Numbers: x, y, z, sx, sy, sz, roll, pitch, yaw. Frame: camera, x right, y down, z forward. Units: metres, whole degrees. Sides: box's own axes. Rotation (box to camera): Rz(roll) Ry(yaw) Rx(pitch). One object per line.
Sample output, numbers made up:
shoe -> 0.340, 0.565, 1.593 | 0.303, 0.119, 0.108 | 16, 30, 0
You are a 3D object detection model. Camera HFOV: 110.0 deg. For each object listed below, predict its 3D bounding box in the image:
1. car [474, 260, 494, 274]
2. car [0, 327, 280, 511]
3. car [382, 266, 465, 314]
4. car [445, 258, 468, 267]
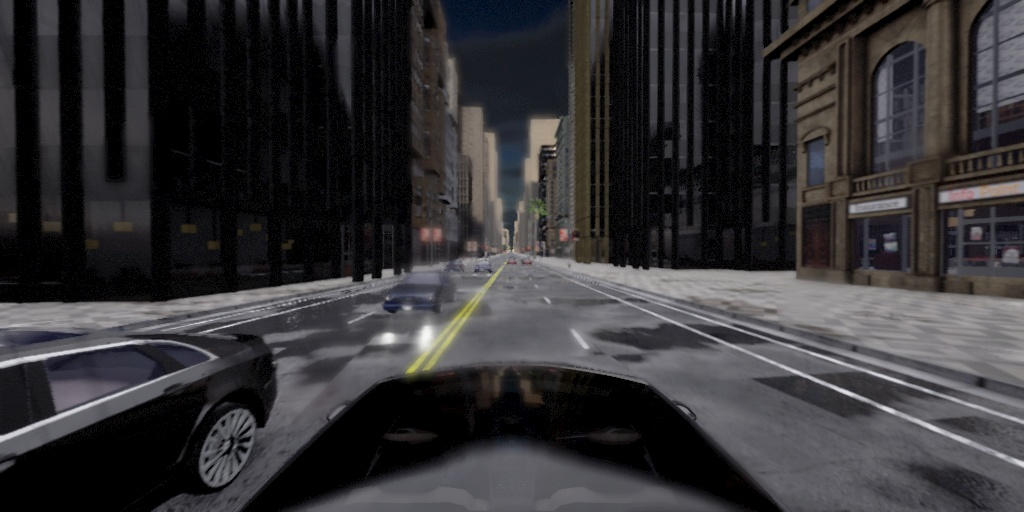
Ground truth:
car -> -3.285, 1.235, 41.515 | 1.812, 1.442, 4.674 | 0, 0, 0
car -> -3.346, 1.246, 1.719 | 2.128, 1.511, 4.902 | 0, 0, 0
car -> -3.351, 1.300, 14.175 | 2.033, 1.411, 5.357 | 0, 0, 0
car -> -6.535, 1.263, 41.512 | 2.033, 1.411, 5.357 | 0, 0, 0
